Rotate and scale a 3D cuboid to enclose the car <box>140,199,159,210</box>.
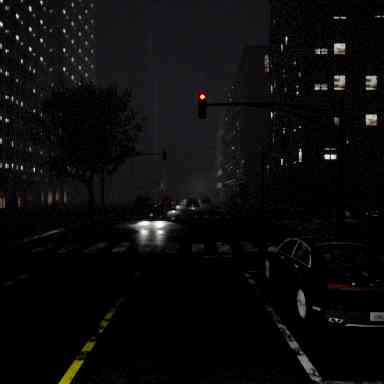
[{"bbox_3d":[-5.707,1.592,44.858,1.947,1.339,4.313,0,0,0],"label":"car"}]

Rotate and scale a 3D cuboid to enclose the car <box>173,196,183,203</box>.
[{"bbox_3d":[-3.024,1.569,72.222,1.812,1.442,4.674,0,0,0],"label":"car"}]

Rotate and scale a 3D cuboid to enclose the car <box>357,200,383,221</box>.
[{"bbox_3d":[14.931,1.283,23.796,4.892,1.490,1.837,-1,0,-1],"label":"car"}]

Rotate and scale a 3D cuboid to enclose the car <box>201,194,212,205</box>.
[{"bbox_3d":[2.668,1.611,61.429,1.947,1.339,4.313,0,0,0],"label":"car"}]

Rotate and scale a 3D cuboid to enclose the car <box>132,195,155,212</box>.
[{"bbox_3d":[-5.706,1.336,39.335,2.192,1.841,5.009,0,0,0],"label":"car"}]

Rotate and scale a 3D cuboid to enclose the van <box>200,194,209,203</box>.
[{"bbox_3d":[2.664,1.402,72.475,1.690,1.788,3.998,0,0,0],"label":"van"}]

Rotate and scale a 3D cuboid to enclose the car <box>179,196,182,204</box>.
[{"bbox_3d":[-3.104,1.639,56.353,1.895,1.301,4.718,0,0,0],"label":"car"}]

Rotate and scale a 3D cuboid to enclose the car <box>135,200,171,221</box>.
[{"bbox_3d":[-3.110,1.575,27.317,1.994,1.385,4.181,0,0,0],"label":"car"}]

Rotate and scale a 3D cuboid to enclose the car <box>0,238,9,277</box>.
[{"bbox_3d":[-5.694,1.545,6.947,1.887,1.381,4.507,0,0,0],"label":"car"}]

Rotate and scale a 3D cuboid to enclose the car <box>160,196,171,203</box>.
[{"bbox_3d":[-5.716,1.627,72.473,1.947,1.339,4.313,0,0,0],"label":"car"}]

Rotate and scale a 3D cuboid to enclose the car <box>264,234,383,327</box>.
[{"bbox_3d":[2.686,1.551,6.950,2.008,1.369,4.403,0,0,0],"label":"car"}]

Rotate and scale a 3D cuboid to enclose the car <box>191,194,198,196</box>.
[{"bbox_3d":[-0.027,1.668,78.942,1.895,1.301,4.718,0,0,0],"label":"car"}]

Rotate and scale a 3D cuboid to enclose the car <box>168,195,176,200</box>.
[{"bbox_3d":[-5.724,1.654,94.564,2.008,1.369,4.403,0,0,0],"label":"car"}]

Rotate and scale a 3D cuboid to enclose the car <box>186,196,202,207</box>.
[{"bbox_3d":[0.085,1.634,51.234,1.895,1.301,4.718,0,0,0],"label":"car"}]

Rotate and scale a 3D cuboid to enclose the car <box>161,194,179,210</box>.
[{"bbox_3d":[-3.113,1.379,42.068,2.097,1.767,4.553,0,0,0],"label":"car"}]

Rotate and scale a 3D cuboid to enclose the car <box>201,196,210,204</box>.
[{"bbox_3d":[2.666,1.578,67.122,1.752,1.417,4.829,0,0,0],"label":"car"}]

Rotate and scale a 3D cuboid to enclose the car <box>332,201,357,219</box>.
[{"bbox_3d":[13.416,1.350,26.359,4.403,1.369,2.008,-1,1,-1],"label":"car"}]

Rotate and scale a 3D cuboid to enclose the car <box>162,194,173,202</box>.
[{"bbox_3d":[-5.719,1.386,77.995,2.192,1.841,5.009,0,0,0],"label":"car"}]
